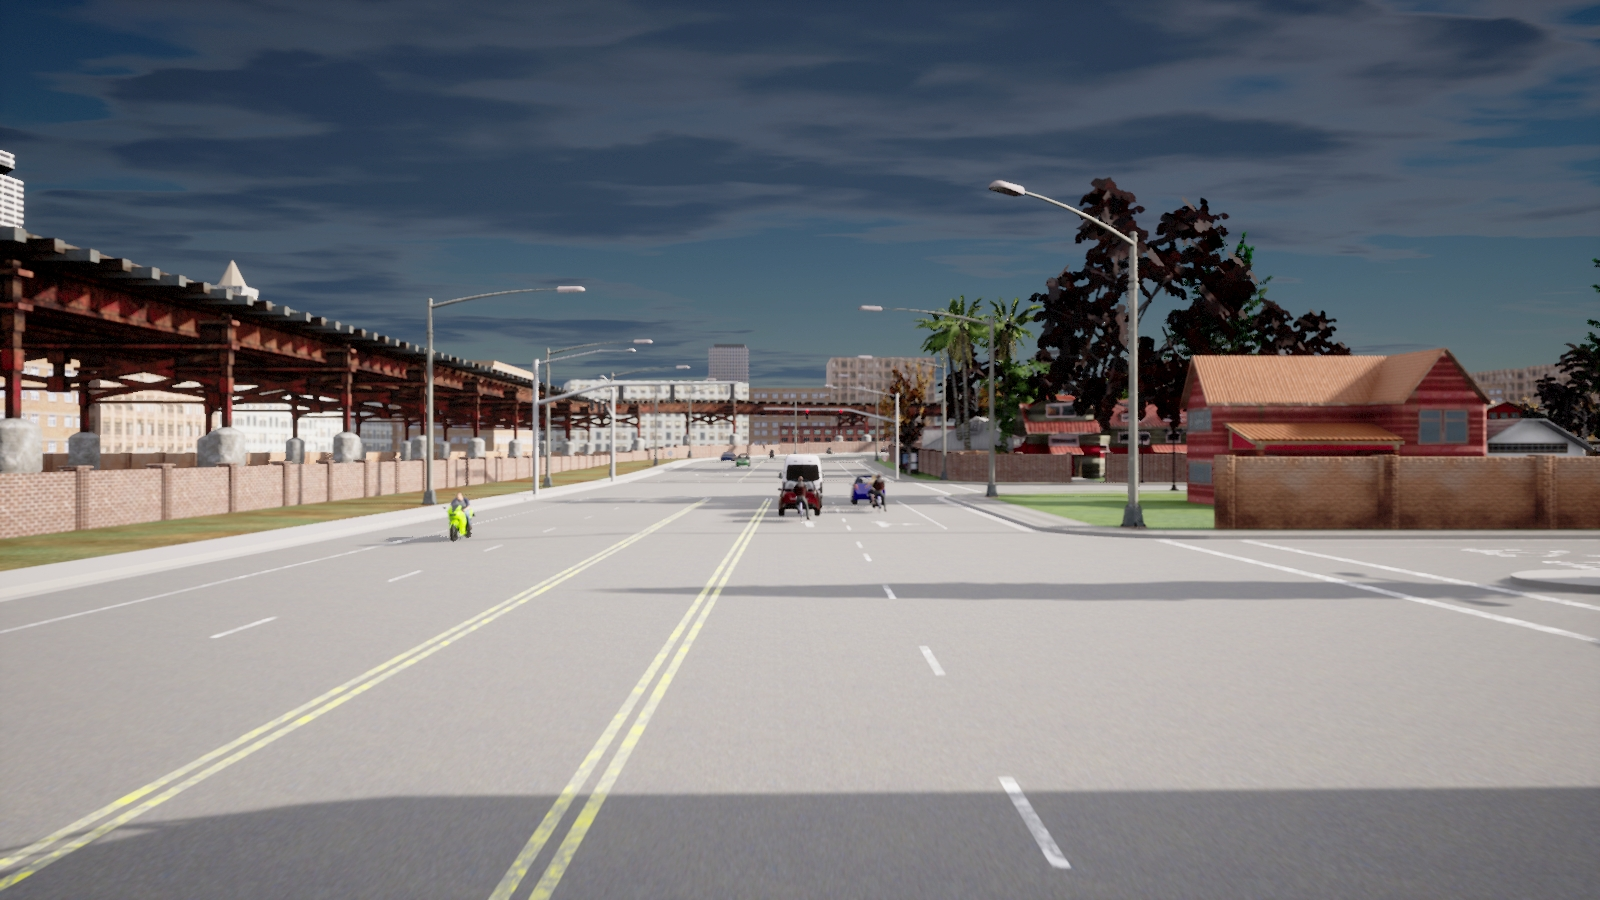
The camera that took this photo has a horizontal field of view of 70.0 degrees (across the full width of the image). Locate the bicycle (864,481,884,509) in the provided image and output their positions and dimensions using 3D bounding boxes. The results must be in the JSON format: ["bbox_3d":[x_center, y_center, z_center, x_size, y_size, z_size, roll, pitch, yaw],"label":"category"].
[{"bbox_3d":[3.517,2.144,54.488,0.859,1.301,1.487,0,0,-1],"label":"bicycle"}]

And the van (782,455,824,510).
[{"bbox_3d":[0.087,1.533,56.763,1.988,2.561,5.915,0,0,-1],"label":"van"}]

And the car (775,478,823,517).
[{"bbox_3d":[-0.020,2.038,49.783,2.007,1.525,4.514,0,0,0],"label":"car"}]

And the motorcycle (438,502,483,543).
[{"bbox_3d":[-10.481,2.212,35.331,0.803,1.145,2.033,0,0,0],"label":"motorcycle"}]

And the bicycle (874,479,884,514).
[{"bbox_3d":[3.527,2.046,50.860,0.329,1.496,1.835,0,0,0],"label":"bicycle"}]

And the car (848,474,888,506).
[{"bbox_3d":[3.486,2.036,59.084,1.845,1.501,3.633,0,0,0],"label":"car"}]

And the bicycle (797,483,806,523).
[{"bbox_3d":[0.067,2.044,44.576,0.329,1.496,1.835,-1,0,0],"label":"bicycle"}]
